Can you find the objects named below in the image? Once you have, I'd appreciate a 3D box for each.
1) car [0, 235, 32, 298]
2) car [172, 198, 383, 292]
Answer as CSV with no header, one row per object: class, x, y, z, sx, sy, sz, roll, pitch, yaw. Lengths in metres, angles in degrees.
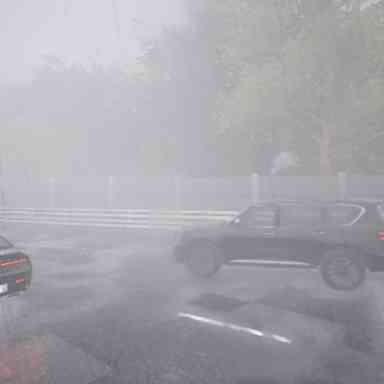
car,-5.554,1.530,7.269,4.892,1.490,1.837,0,0,31
car,2.258,1.192,8.883,5.566,2.045,2.150,-1,0,20
